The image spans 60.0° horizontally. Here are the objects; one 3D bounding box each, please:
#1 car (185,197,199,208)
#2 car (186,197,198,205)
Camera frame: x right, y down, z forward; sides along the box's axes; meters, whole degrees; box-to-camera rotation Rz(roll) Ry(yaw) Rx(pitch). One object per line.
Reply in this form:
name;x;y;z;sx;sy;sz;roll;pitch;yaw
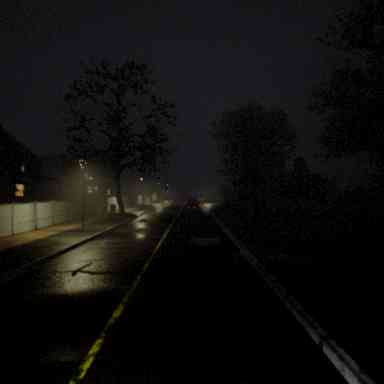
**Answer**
car;-0.029;1.465;46.308;2.033;1.411;5.357;0;0;0
car;-0.036;1.501;56.766;1.895;1.301;4.718;0;0;0
